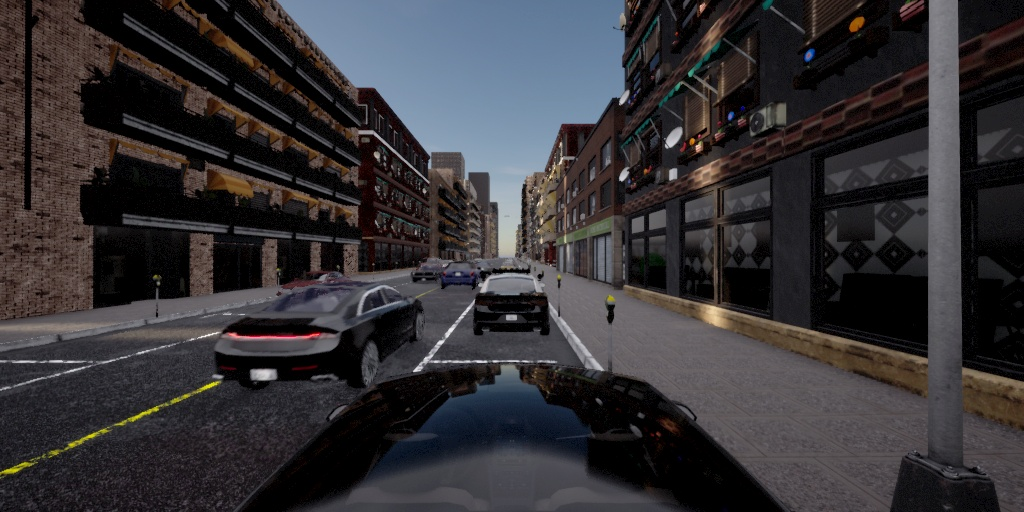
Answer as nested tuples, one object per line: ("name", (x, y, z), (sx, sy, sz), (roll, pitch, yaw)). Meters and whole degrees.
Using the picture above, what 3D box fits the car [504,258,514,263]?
("car", (-0.456, 1.275, 39.173), (1.751, 1.417, 4.829), (0, 0, 0))

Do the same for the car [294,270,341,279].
("car", (-8.837, 1.333, 16.462), (1.802, 1.307, 4.207), (0, 0, 0))

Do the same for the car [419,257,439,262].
("car", (-8.837, 1.064, 39.007), (2.192, 1.841, 5.009), (0, 0, 0))

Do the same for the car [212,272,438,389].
("car", (-3.048, 1.242, 6.830), (2.128, 1.511, 4.902), (0, 0, 0))

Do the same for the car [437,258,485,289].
("car", (-3.145, 1.102, 23.006), (2.097, 1.767, 4.553), (0, 0, 0))

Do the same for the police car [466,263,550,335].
("police car", (-0.011, 1.175, 10.609), (1.930, 1.638, 5.238), (0, 0, 0))

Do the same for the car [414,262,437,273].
("car", (-6.245, 1.351, 27.532), (1.895, 1.301, 4.718), (0, 0, 0))
